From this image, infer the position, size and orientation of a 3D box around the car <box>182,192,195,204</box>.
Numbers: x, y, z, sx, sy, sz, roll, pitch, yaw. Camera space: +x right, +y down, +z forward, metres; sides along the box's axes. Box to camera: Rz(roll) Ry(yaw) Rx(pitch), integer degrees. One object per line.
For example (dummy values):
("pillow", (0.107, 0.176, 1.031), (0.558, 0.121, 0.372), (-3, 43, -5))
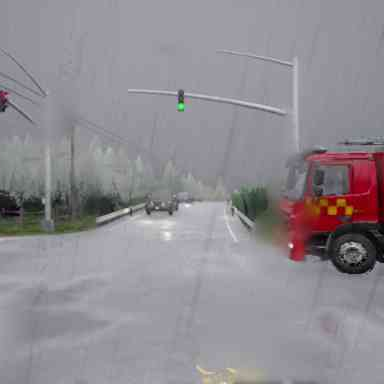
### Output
("car", (-1.121, 0.755, 43.080), (1.837, 1.490, 4.892), (0, 0, 6))

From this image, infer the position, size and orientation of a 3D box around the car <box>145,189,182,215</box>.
("car", (-2.483, 0.794, 28.876), (2.150, 2.045, 5.566), (0, 3, 5))

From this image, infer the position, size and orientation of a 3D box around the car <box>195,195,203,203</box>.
("car", (0.957, 1.236, 60.173), (2.033, 1.411, 5.357), (0, -2, 6))

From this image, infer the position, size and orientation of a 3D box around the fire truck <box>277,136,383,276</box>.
("fire truck", (7.047, 0.336, 9.969), (8.468, 3.827, 2.891), (0, 1, 6))
